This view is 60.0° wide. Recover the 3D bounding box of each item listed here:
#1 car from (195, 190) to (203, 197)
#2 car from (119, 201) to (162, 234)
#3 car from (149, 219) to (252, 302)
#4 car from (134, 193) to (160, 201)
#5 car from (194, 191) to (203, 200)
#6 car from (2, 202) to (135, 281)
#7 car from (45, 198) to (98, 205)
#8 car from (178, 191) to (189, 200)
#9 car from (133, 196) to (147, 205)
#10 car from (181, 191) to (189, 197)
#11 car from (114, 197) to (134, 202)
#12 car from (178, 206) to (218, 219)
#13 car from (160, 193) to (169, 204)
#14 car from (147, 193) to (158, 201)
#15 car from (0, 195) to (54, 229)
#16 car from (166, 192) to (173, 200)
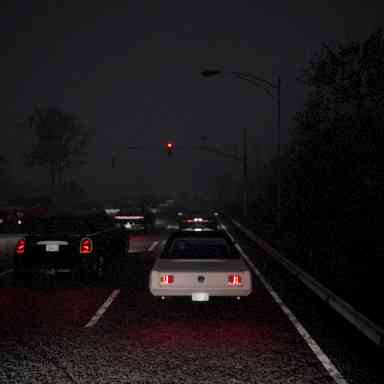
[{"bbox_3d":[1.747,0.369,86.338,1.994,1.385,4.181,0,3,1],"label":"car"},{"bbox_3d":[-3.187,1.492,19.053,2.128,1.511,4.902,0,0,0],"label":"car"},{"bbox_3d":[0.178,1.601,8.211,1.895,1.301,4.718,0,0,0],"label":"car"},{"bbox_3d":[-6.244,1.217,47.081,2.150,2.045,5.566,0,1,1],"label":"car"},{"bbox_3d":[1.512,1.039,75.921,2.128,1.511,4.902,0,3,1],"label":"car"},{"bbox_3d":[-3.295,1.352,10.042,2.097,1.767,4.553,0,0,1],"label":"car"},{"bbox_3d":[-6.831,1.352,20.438,2.097,1.767,4.553,0,0,1],"label":"car"},{"bbox_3d":[-1.987,0.738,76.015,2.150,2.045,5.566,0,3,1],"label":"car"},{"bbox_3d":[-9.412,1.525,60.453,1.812,1.442,4.674,0,0,2],"label":"car"},{"bbox_3d":[-1.751,0.410,86.449,1.895,1.301,4.718,0,3,1],"label":"car"},{"bbox_3d":[-9.736,1.491,47.010,2.128,1.511,4.902,0,0,2],"label":"car"},{"bbox_3d":[0.319,1.505,17.464,1.837,1.490,4.892,0,0,1],"label":"car"},{"bbox_3d":[-5.876,1.469,61.673,1.882,1.535,5.008,0,0,2],"label":"car"},{"bbox_3d":[-8.996,1.025,75.671,1.882,1.535,5.008,0,3,1],"label":"car"},{"bbox_3d":[-10.326,1.221,20.811,2.150,2.045,5.566,0,0,1],"label":"car"},{"bbox_3d":[-5.499,0.906,75.520,2.097,1.767,4.553,0,3,1],"label":"car"}]
